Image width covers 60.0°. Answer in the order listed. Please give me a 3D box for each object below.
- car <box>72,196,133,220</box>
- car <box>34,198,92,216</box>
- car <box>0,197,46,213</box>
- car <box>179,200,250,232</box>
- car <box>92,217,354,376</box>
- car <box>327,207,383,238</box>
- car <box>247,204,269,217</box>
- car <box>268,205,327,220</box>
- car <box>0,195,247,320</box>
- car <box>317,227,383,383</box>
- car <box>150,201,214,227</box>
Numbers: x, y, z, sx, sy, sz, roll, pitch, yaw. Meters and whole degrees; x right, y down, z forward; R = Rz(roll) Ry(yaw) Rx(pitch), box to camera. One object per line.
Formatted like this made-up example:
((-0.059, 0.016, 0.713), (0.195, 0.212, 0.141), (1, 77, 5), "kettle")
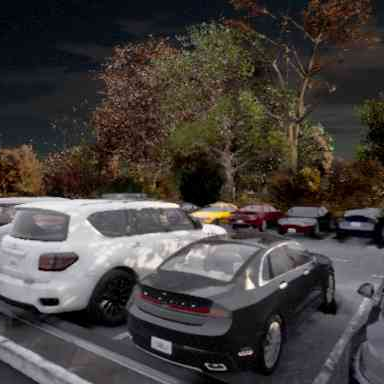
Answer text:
((-7.384, 1.220, 27.741), (2.185, 1.767, 4.553), (0, 0, 35), "car")
((-11.898, 1.367, 31.004), (2.002, 1.452, 4.674), (0, 0, 36), "car")
((-18.701, 1.325, 35.854), (2.097, 1.535, 5.008), (0, 0, 36), "car")
((1.596, 1.401, 21.153), (1.946, 1.575, 5.366), (0, 0, 35), "car")
((1.055, 1.453, 5.708), (2.231, 1.521, 4.892), (0, 0, 36), "car")
((8.529, 1.480, 16.483), (2.163, 1.488, 4.792), (0, 0, 35), "car")
((3.971, 1.420, 19.684), (2.097, 1.535, 5.008), (0, 0, 35), "car")
((6.226, 1.465, 18.050), (2.163, 1.488, 4.792), (0, 0, 35), "car")
((-1.212, 1.185, 7.361), (2.435, 2.045, 5.566), (0, 0, 35), "car")
((3.320, 1.499, 4.066), (2.163, 1.488, 4.792), (0, 0, 35), "car")
((-0.566, 1.429, 22.918), (2.002, 1.452, 4.674), (0, 0, 35), "car")
